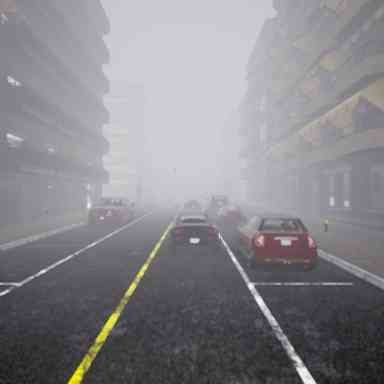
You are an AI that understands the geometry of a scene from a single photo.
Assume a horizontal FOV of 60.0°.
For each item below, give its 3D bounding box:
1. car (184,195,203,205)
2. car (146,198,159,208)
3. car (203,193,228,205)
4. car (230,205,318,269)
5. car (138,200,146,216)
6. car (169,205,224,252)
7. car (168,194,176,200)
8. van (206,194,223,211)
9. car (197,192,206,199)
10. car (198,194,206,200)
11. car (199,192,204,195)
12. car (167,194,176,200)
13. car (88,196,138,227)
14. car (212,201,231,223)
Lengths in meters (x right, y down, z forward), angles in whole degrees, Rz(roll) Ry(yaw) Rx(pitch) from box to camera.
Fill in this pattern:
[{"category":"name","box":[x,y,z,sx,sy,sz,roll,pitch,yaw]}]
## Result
[{"category":"car","box":[0.111,1.377,37.342,1.812,1.442,4.674,0,0,0]},{"category":"car","box":[-5.287,1.415,44.200,1.802,1.307,4.206,1,0,0]},{"category":"car","box":[2.563,1.178,33.079,2.192,1.841,5.009,1,0,0]},{"category":"car","box":[2.554,1.387,10.955,1.967,1.590,4.097,1,0,0]},{"category":"car","box":[-5.290,1.426,27.606,1.887,1.381,4.507,1,0,0]},{"category":"car","box":[0.047,1.461,13.499,1.812,1.442,4.674,0,0,-1]},{"category":"car","box":[-5.273,1.293,87.841,1.947,1.339,4.313,1,0,0]},{"category":"van","box":[2.563,1.188,38.611,1.690,1.788,3.998,1,0,0]},{"category":"car","box":[2.612,1.032,93.447,2.192,1.841,5.009,1,0,0]},{"category":"car","box":[2.608,1.252,88.053,1.752,1.417,4.829,1,0,0]},{"category":"car","box":[2.610,1.054,82.323,2.192,1.841,5.009,1,0,0]},{"category":"car","box":[-5.275,1.305,82.280,1.947,1.339,4.313,1,0,0]},{"category":"car","box":[-5.286,1.216,22.074,2.192,1.841,5.009,1,0,0]},{"category":"car","box":[2.554,1.483,22.018,1.802,1.307,4.206,1,0,0]}]
